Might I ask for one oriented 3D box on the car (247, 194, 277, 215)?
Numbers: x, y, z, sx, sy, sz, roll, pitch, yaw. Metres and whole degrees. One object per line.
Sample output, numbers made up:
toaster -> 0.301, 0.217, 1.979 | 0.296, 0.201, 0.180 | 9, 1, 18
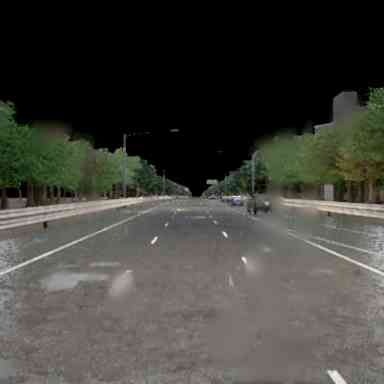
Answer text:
car -> 7.006, 1.225, 33.713 | 2.150, 2.045, 5.566 | 0, 0, 0

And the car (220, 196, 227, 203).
car -> 7.090, 1.628, 72.053 | 1.812, 1.442, 4.674 | 0, 0, 0

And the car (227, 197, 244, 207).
car -> 7.027, 1.542, 52.686 | 1.812, 1.442, 4.674 | 0, 0, 0
